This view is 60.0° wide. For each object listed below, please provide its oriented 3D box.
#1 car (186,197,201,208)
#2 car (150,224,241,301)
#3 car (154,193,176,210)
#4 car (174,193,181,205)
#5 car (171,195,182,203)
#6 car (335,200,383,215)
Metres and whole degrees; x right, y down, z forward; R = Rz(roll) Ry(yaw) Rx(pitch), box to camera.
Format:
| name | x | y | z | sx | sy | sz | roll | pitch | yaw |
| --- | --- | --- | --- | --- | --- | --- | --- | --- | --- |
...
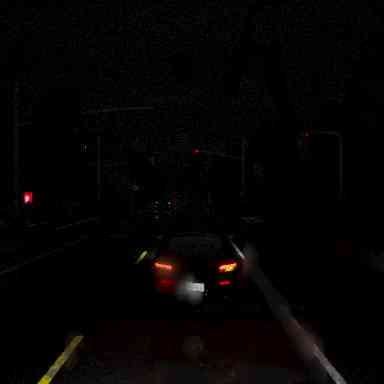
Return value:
| name | x | y | z | sx | sy | sz | roll | pitch | yaw |
| --- | --- | --- | --- | --- | --- | --- | --- | --- | --- |
| car | 0.154 | 1.487 | 46.813 | 2.128 | 1.511 | 4.902 | 0 | 0 | 0 |
| car | 0.082 | 1.525 | 8.183 | 1.812 | 1.442 | 4.674 | 0 | 0 | 0 |
| car | -3.545 | 1.351 | 42.436 | 2.097 | 1.767 | 4.553 | 0 | 0 | 0 |
| car | -3.513 | 1.213 | 57.860 | 2.150 | 2.045 | 5.566 | 0 | 1 | 0 |
| car | -3.414 | 1.508 | 73.283 | 2.128 | 1.511 | 4.902 | 0 | 0 | 0 |
| car | 14.933 | 1.470 | 28.762 | 4.902 | 1.511 | 2.128 | 0 | 0 | -8 |
